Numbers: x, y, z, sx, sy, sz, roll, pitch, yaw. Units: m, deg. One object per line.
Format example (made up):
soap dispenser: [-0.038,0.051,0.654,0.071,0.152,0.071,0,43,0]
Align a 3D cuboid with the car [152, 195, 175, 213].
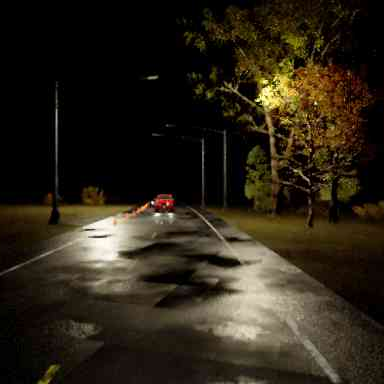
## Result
car: [-3.296,1.334,39.925,2.150,2.045,5.566,0,0,-4]

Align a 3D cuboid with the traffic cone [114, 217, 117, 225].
traffic cone: [-5.372,2.038,23.346,0.340,0.580,0.340,0,0,-2]

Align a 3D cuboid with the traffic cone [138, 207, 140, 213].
traffic cone: [-6.132,2.070,38.257,0.340,0.580,0.340,0,0,-4]

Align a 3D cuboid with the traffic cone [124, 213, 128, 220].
traffic cone: [-5.586,2.049,28.318,0.340,0.580,0.340,0,0,-3]
